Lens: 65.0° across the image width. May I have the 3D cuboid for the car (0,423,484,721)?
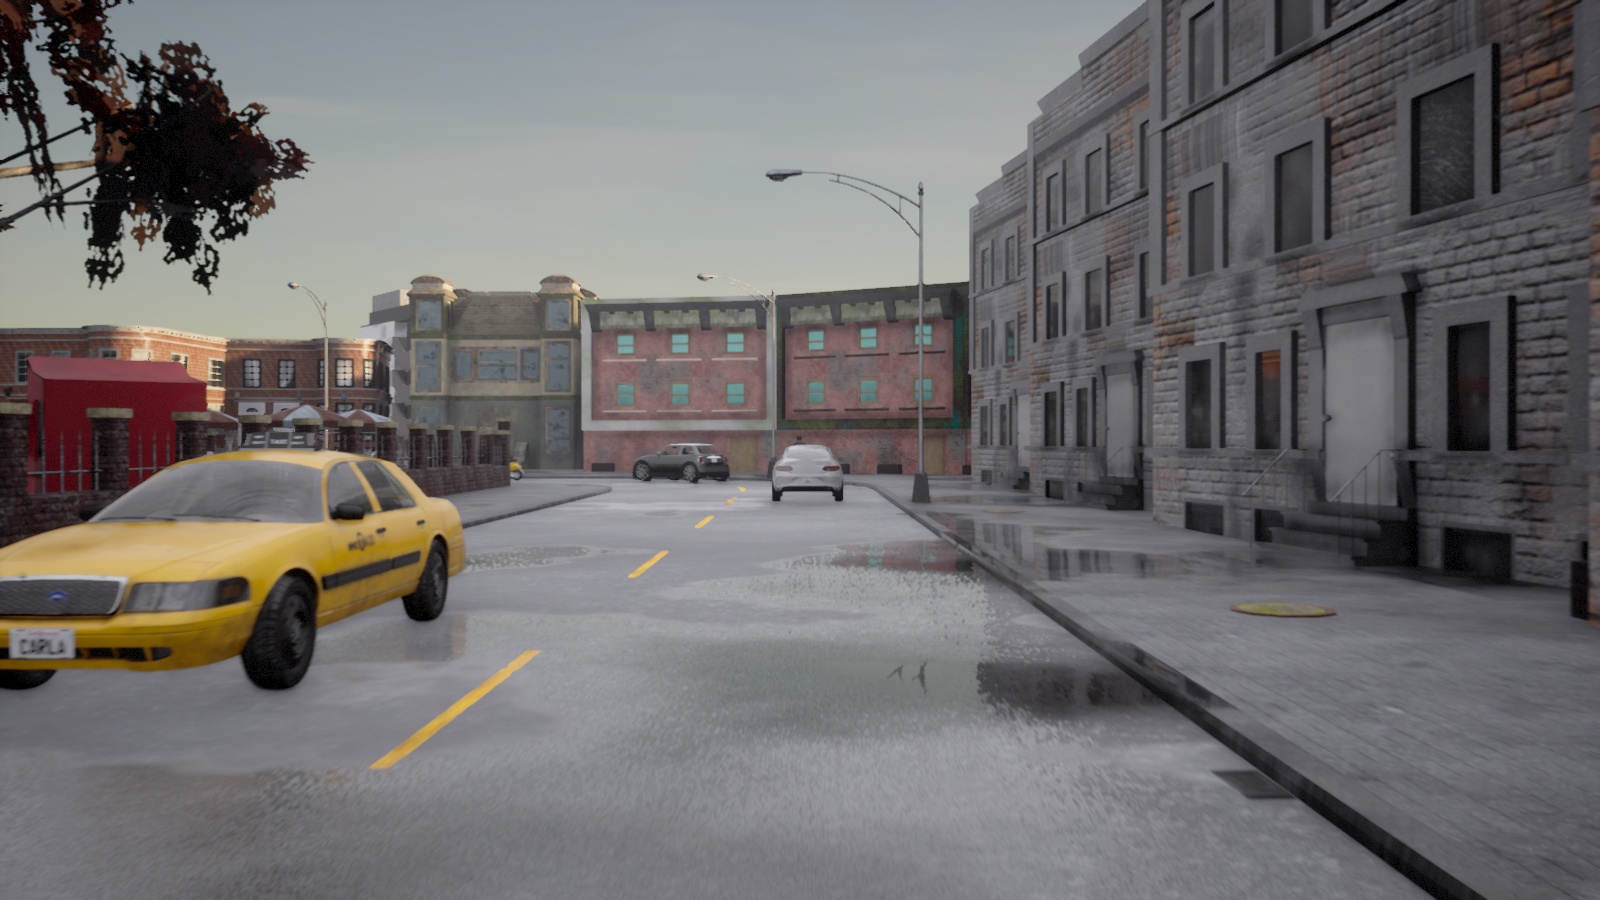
[{"bbox_3d":[-3.934,0.630,9.322,1.801,1.575,5.366,0,0,0],"label":"car"}]

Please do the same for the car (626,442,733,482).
[{"bbox_3d":[-4.648,0.438,48.283,3.806,1.475,1.970,0,0,39],"label":"car"}]

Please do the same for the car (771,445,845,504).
[{"bbox_3d":[0.199,0.585,33.204,1.812,1.442,4.674,0,0,0],"label":"car"}]

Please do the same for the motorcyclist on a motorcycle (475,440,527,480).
[{"bbox_3d":[-11.941,0.408,50.171,1.817,1.590,0.866,0,0,4],"label":"motorcyclist on a motorcycle"}]
